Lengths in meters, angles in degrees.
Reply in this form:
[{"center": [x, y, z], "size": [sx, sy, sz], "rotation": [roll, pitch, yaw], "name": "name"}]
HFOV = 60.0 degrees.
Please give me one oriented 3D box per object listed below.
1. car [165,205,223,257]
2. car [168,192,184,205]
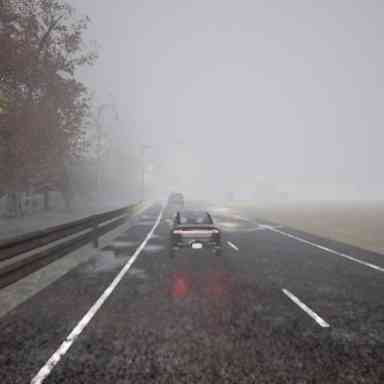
[{"center": [0.001, 1.474, 12.854], "size": [2.128, 1.511, 4.902], "rotation": [0, 0, -4], "name": "car"}, {"center": [-2.238, 1.147, 46.815], "size": [2.150, 2.045, 5.566], "rotation": [0, 0, -4], "name": "car"}]
